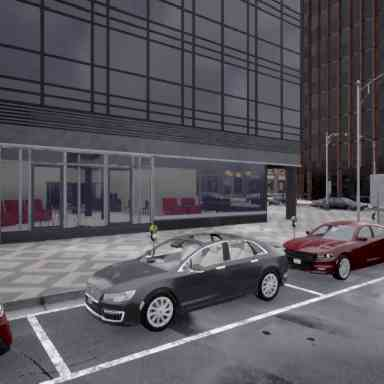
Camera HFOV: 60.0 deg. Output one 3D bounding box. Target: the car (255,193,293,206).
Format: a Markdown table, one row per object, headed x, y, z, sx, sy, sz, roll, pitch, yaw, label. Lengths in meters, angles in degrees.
| x | y | z | sx | sy | sz | roll | pitch | yaw | label |
| --- | --- | --- | --- | --- | --- | --- | --- | --- | --- |
| 10.988 | 0.940 | 44.845 | 1.837 | 1.490 | 4.892 | 0 | 1 | -36 | car |

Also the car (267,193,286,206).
| x | y | z | sx | sy | sz | roll | pitch | yaw | label |
| --- | --- | --- | --- | --- | --- | --- | --- | --- | --- |
| 8.985 | 0.961 | 42.144 | 1.837 | 1.490 | 4.892 | 0 | 1 | -36 | car |

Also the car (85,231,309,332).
| x | y | z | sx | sy | sz | roll | pitch | yaw | label |
| --- | --- | --- | --- | --- | --- | --- | --- | --- | --- |
| 0.106 | 1.551 | 6.729 | 4.403 | 1.369 | 2.008 | 0 | 0 | -36 | car |

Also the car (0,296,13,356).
| x | y | z | sx | sy | sz | roll | pitch | yaw | label |
| --- | --- | --- | --- | --- | --- | --- | --- | --- | --- |
| -4.335 | 1.440 | 3.558 | 4.097 | 1.590 | 1.967 | 0 | 0 | -36 | car |

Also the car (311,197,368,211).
| x | y | z | sx | sy | sz | roll | pitch | yaw | label |
| --- | --- | --- | --- | --- | --- | --- | --- | --- | --- |
| 14.916 | 1.203 | 33.781 | 2.033 | 1.411 | 5.357 | 0 | 1 | -41 | car |

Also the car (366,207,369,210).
| x | y | z | sx | sy | sz | roll | pitch | yaw | label |
| --- | --- | --- | --- | --- | --- | --- | --- | --- | --- |
| 8.988 | 1.441 | 13.072 | 4.097 | 1.590 | 1.967 | 0 | 0 | -36 | car |

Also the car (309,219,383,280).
| x | y | z | sx | sy | sz | roll | pitch | yaw | label |
| --- | --- | --- | --- | --- | --- | --- | --- | --- | --- |
| 4.547 | 1.545 | 9.901 | 4.507 | 1.381 | 1.887 | 0 | 0 | -36 | car |
